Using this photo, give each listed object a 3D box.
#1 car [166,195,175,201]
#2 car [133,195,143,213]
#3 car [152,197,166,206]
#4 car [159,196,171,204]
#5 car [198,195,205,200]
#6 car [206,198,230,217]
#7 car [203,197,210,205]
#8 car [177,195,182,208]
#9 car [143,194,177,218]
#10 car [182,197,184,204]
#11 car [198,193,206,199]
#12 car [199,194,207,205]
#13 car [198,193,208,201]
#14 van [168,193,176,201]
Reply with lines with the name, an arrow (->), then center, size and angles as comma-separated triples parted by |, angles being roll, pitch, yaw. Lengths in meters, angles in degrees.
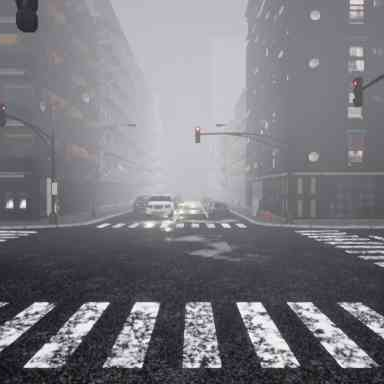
car -> -5.204, 1.490, 81.134 | 1.752, 1.417, 4.829 | -1, 0, 0
car -> -5.273, 1.303, 37.006 | 2.192, 1.841, 5.009 | -1, 0, 0
car -> -5.245, 1.563, 53.618 | 1.802, 1.307, 4.206 | -1, 0, 0
car -> -5.228, 1.557, 64.692 | 1.802, 1.307, 4.206 | -1, 0, 0
car -> 2.693, 1.539, 92.327 | 1.802, 1.307, 4.206 | -1, 0, 0
car -> 2.602, 1.572, 31.396 | 1.802, 1.307, 4.206 | -1, 0, 0
car -> 2.610, 1.539, 36.935 | 2.008, 1.369, 4.403 | -1, 0, 0
car -> -2.782, 1.473, 44.121 | 2.128, 1.511, 4.902 | 0, 0, 0
car -> -2.810, 1.211, 30.394 | 2.150, 2.045, 5.566 | 0, 0, 0
car -> -2.657, 1.325, 64.340 | 2.097, 1.767, 4.553 | 0, 0, 0
car -> 2.669, 1.551, 75.709 | 1.802, 1.307, 4.206 | -1, 0, 0
car -> 2.643, 1.523, 59.092 | 1.887, 1.381, 4.507 | -1, 0, 0
car -> 2.673, 1.280, 81.249 | 2.192, 1.841, 5.009 | -1, 0, 0
van -> -5.198, 1.302, 86.841 | 1.690, 1.788, 3.998 | -1, 0, 0
